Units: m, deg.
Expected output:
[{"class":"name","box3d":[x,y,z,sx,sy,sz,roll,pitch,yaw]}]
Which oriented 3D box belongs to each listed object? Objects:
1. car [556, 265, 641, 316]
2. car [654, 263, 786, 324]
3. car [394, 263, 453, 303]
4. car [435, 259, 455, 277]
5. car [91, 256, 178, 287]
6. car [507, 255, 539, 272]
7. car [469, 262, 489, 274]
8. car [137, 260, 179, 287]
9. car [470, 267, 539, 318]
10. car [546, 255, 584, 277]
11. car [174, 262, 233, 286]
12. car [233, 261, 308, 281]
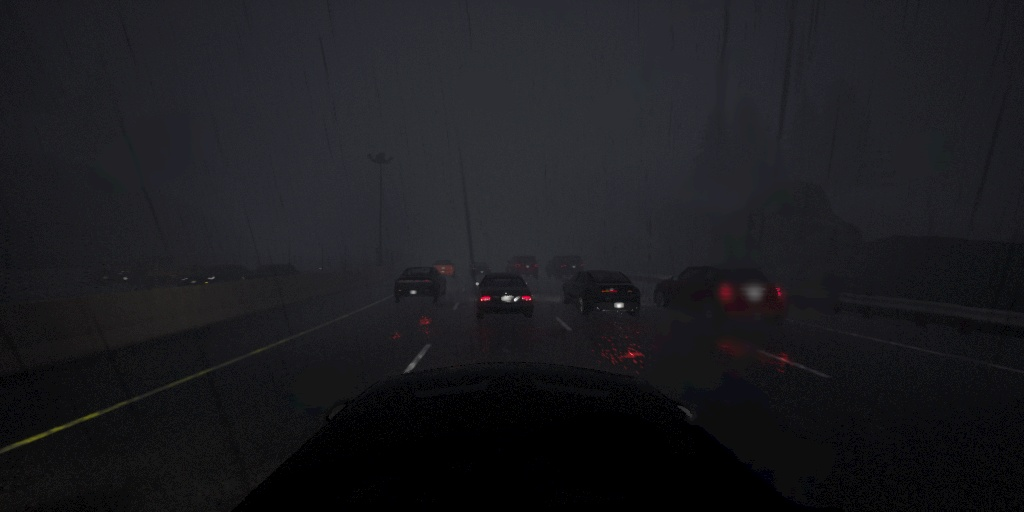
[{"class":"car","box3d":[3.097,1.248,13.289,1.837,1.490,4.892,0,0,-4]},{"class":"car","box3d":[6.670,1.087,12.138,2.097,1.767,4.553,0,0,-3]},{"class":"car","box3d":[-4.191,1.250,16.884,2.128,1.511,4.902,0,0,-5]},{"class":"car","box3d":[-6.647,1.116,34.781,2.097,1.767,4.553,0,0,-10]},{"class":"car","box3d":[-26.562,1.031,25.768,2.150,2.045,5.566,0,0,-9]},{"class":"car","box3d":[0.873,0.969,32.606,2.150,2.045,5.566,0,0,-9]},{"class":"car","box3d":[-3.154,1.282,35.155,1.812,1.442,4.674,0,0,-10]},{"class":"car","box3d":[-22.965,1.279,25.236,1.882,1.535,5.008,0,0,-9]},{"class":"car","box3d":[-0.343,1.298,13.012,2.033,1.411,5.357,0,0,-4]},{"class":"car","box3d":[4.588,0.961,31.572,2.150,2.045,5.566,0,0,-9]},{"class":"car","box3d":[-19.216,1.298,23.710,1.837,1.490,4.892,0,0,-8]},{"class":"car","box3d":[-15.679,1.290,23.616,1.837,1.490,4.892,0,0,-8]}]
